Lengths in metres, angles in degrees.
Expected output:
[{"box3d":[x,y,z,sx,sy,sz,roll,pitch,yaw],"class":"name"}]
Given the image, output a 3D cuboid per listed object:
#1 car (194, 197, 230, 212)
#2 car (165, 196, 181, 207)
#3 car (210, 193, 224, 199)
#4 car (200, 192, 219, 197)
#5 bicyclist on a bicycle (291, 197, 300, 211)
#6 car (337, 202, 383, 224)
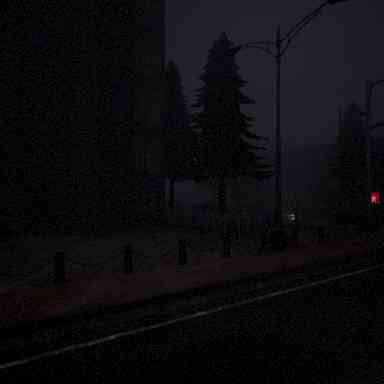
[{"box3d":[2.238,1.579,36.386,1.994,1.385,4.181,0,0,-37],"class":"car"},{"box3d":[-3.646,1.616,50.434,1.895,1.301,4.718,0,0,-34],"class":"car"},{"box3d":[7.168,1.092,94.497,1.905,1.878,3.866,0,0,-37],"class":"car"},{"box3d":[5.081,1.113,92.433,1.932,1.855,4.605,0,0,-37],"class":"car"},{"box3d":[11.427,1.316,36.632,1.656,1.620,0.582,0,0,-37],"class":"bicyclist on a bicycle"},{"box3d":[12.455,1.493,22.634,1.882,1.535,5.008,0,0,-35],"class":"car"}]
